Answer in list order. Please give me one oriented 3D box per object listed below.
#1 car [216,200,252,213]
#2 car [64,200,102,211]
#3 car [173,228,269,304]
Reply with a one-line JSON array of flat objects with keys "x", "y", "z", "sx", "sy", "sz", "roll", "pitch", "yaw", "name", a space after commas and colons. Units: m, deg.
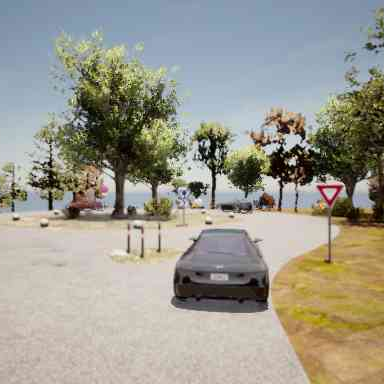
[{"x": 4.921, "y": 1.663, "z": 39.542, "sx": 2.128, "sy": 1.511, "sz": 4.902, "roll": 1, "pitch": -1, "yaw": -38, "name": "car"}, {"x": -13.775, "y": 1.709, "z": 42.227, "sx": 4.674, "sy": 1.442, "sz": 1.812, "roll": 0, "pitch": -1, "yaw": -33, "name": "car"}, {"x": 0.816, "y": 1.601, "z": 8.353, "sx": 1.994, "sy": 1.385, "sz": 4.181, "roll": 0, "pitch": 0, "yaw": 8, "name": "car"}]
